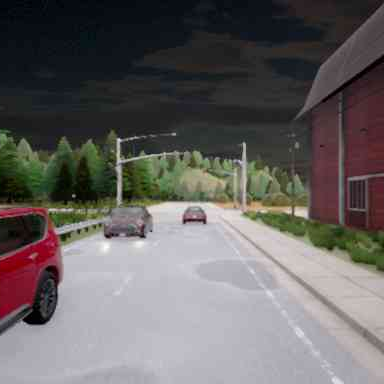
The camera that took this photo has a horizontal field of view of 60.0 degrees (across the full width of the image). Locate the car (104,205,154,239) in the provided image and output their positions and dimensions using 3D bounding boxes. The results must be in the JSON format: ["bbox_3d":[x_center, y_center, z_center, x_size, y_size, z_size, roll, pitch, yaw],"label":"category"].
[{"bbox_3d":[-3.430,1.557,18.742,2.097,1.767,4.553,0,-1,0],"label":"car"}]

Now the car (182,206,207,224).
[{"bbox_3d":[0.216,1.872,27.596,1.994,1.385,4.181,0,-1,0],"label":"car"}]

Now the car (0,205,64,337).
[{"bbox_3d":[-3.586,1.261,4.332,2.150,2.045,5.566,0,0,0],"label":"car"}]
